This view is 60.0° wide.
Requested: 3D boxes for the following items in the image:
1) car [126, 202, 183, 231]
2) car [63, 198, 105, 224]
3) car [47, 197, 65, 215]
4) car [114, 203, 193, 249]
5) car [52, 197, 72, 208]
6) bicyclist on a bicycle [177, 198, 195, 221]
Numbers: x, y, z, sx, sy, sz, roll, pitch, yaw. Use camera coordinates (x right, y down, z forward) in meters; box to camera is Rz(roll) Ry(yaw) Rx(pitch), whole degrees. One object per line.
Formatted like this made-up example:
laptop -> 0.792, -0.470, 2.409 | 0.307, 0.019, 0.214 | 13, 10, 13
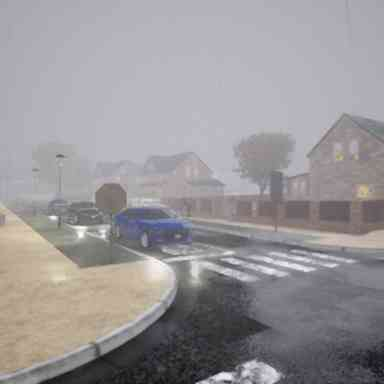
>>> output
car -> -2.484, 1.439, 20.959 | 1.812, 1.442, 4.674 | 0, 0, -30
car -> -7.759, 1.417, 24.110 | 1.837, 1.490, 4.892 | 0, 0, -31
car -> -13.134, 1.461, 32.966 | 1.812, 1.442, 4.674 | 0, 0, -31
car -> -1.802, 1.361, 14.310 | 1.882, 1.535, 5.008 | 0, 0, -31
car -> -18.804, 1.498, 47.945 | 1.812, 1.442, 4.674 | 0, 0, -31
bicyclist on a bicycle -> -0.453, 1.233, 23.368 | 1.656, 1.620, 0.582 | 0, 0, -31
